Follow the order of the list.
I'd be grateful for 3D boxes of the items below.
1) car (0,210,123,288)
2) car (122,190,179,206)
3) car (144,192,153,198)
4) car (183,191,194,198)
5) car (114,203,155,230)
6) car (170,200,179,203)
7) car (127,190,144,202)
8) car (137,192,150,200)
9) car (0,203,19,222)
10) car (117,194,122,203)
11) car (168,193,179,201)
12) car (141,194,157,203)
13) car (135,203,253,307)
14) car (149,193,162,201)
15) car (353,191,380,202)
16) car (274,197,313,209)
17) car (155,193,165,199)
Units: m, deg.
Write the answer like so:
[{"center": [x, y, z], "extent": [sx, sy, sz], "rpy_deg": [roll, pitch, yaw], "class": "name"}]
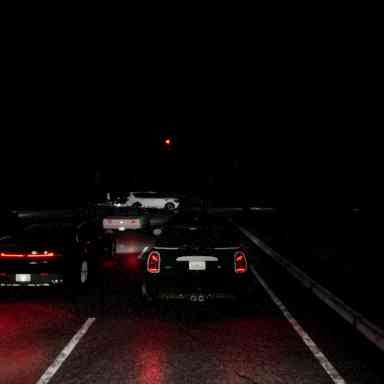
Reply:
[{"center": [-3.415, 1.468, 9.145], "extent": [1.837, 1.490, 4.892], "rpy_deg": [0, 0, 0], "class": "car"}, {"center": [-4.033, 0.967, 34.509], "extent": [5.566, 2.045, 2.150], "rpy_deg": [0, 1, -3], "class": "car"}, {"center": [-11.205, 0.704, 86.254], "extent": [1.812, 1.442, 4.674], "rpy_deg": [0, 1, -3], "class": "car"}, {"center": [-0.680, 0.707, 86.096], "extent": [1.812, 1.442, 4.674], "rpy_deg": [0, 1, -4], "class": "car"}, {"center": [-3.435, 1.487, 18.466], "extent": [1.895, 1.301, 4.718], "rpy_deg": [0, 1, 0], "class": "car"}, {"center": [0.061, 1.388, 17.289], "extent": [2.128, 1.511, 4.902], "rpy_deg": [0, 0, 1], "class": "car"}, {"center": [-10.681, 0.709, 63.313], "extent": [2.150, 2.045, 5.566], "rpy_deg": [0, 1, 0], "class": "car"}, {"center": [-10.732, 0.894, 73.537], "extent": [2.128, 1.511, 4.902], "rpy_deg": [0, 1, -1], "class": "car"}, {"center": [-10.590, 1.463, 16.864], "extent": [1.994, 1.385, 4.181], "rpy_deg": [0, 0, 0], "class": "car"}, {"center": [-10.695, 0.928, 53.872], "extent": [2.097, 1.767, 4.553], "rpy_deg": [0, 0, 0], "class": "car"}, {"center": [-3.550, 0.940, 65.684], "extent": [1.882, 1.535, 5.008], "rpy_deg": [0, 1, 0], "class": "car"}, {"center": [-7.200, 1.105, 56.020], "extent": [2.033, 1.411, 5.357], "rpy_deg": [0, 1, 0], "class": "car"}, {"center": [0.088, 1.323, 8.092], "extent": [2.097, 1.767, 4.553], "rpy_deg": [0, 0, 0], "class": "car"}, {"center": [-7.171, 1.005, 66.088], "extent": [2.033, 1.411, 5.357], "rpy_deg": [0, 1, 1], "class": "car"}, {"center": [21.877, 0.922, 39.734], "extent": [5.566, 2.045, 2.150], "rpy_deg": [0, 1, -3], "class": "car"}, {"center": [12.126, 1.306, 39.167], "extent": [4.718, 1.301, 1.895], "rpy_deg": [0, 1, -3], "class": "car"}, {"center": [-7.301, 0.870, 76.515], "extent": [2.033, 1.411, 5.357], "rpy_deg": [0, 1, -1], "class": "car"}]
